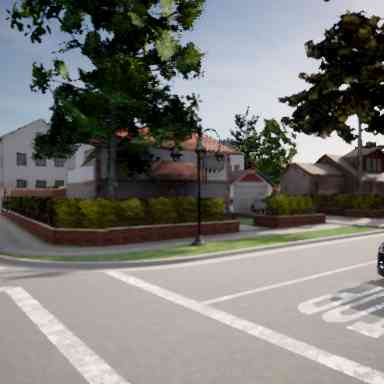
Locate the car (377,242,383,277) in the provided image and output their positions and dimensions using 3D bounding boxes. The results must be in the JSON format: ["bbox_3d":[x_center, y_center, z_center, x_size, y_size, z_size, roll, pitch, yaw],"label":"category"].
[{"bbox_3d":[6.793,1.329,8.628,4.553,1.767,2.097,0,0,-35],"label":"car"}]

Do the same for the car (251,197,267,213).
[{"bbox_3d":[7.069,1.158,29.291,1.970,1.475,3.806,0,0,-34],"label":"car"}]
